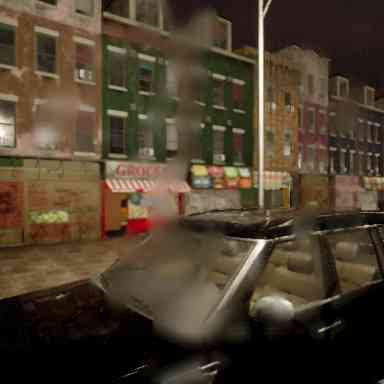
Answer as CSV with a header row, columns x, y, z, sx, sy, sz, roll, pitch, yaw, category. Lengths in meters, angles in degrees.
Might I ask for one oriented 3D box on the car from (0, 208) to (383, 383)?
x,y,z,sx,sy,sz,roll,pitch,yaw,category
0.532,1.225,3.425,5.566,2.045,2.150,1,0,-35,car
